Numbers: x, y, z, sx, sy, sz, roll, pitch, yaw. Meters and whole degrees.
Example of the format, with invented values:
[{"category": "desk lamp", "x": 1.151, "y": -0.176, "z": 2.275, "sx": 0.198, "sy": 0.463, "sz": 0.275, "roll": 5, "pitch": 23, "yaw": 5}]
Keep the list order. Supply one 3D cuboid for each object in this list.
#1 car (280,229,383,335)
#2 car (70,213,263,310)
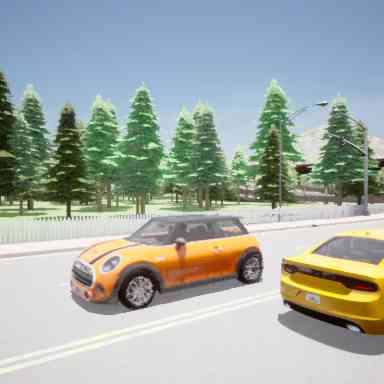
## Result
[{"category": "car", "x": 3.878, "y": 1.478, "z": 6.519, "sx": 5.008, "sy": 1.535, "sz": 1.882, "roll": 0, "pitch": 0, "yaw": -35}, {"category": "car", "x": -0.449, "y": 1.352, "z": 7.962, "sx": 4.553, "sy": 1.767, "sz": 2.097, "roll": 0, "pitch": 0, "yaw": -35}]
